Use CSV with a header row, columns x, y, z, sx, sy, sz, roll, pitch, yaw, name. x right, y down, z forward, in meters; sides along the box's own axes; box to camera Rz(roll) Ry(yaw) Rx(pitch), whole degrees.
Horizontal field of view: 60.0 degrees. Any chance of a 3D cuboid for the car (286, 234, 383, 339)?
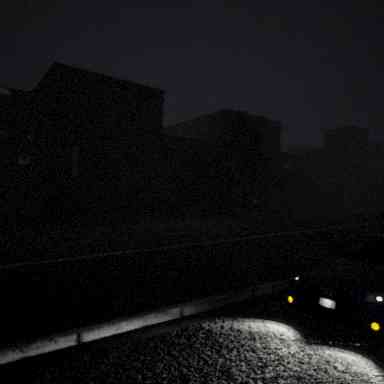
x,y,z,sx,sy,sz,roll,pitch,yaw,name
3.729,1.534,6.331,4.181,1.385,1.994,0,0,-35,car
